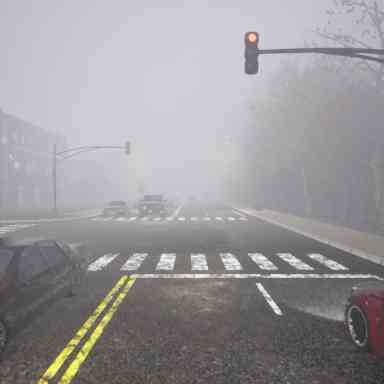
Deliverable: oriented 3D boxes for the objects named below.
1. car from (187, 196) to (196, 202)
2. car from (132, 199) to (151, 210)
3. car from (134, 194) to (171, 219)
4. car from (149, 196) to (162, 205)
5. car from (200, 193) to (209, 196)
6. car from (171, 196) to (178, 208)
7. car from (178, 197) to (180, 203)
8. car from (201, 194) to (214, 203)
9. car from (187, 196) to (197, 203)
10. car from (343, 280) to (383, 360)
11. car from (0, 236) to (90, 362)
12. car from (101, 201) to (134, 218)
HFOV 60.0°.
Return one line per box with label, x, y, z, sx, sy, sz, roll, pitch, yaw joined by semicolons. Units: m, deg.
car;-0.140;1.563;77.243;1.895;1.301;4.718;0;0;0
car;-6.681;1.585;44.376;1.895;1.301;4.718;0;0;0
car;-3.404;1.212;29.776;2.150;2.045;5.566;0;0;0
car;-6.675;1.454;61.231;1.882;1.535;5.008;0;0;0
car;3.113;1.193;76.267;2.150;2.045;5.566;0;0;0
car;-3.435;1.531;46.727;2.033;1.411;5.357;0;0;0
car;-3.404;1.466;65.752;2.128;1.511;4.902;0;0;0
car;3.226;1.575;66.084;1.895;1.301;4.718;0;0;0
car;-0.021;1.452;66.960;1.882;1.535;5.008;0;0;0
car;3.346;1.563;3.502;1.994;1.385;4.181;0;0;0
car;-3.361;1.546;5.803;2.033;1.411;5.357;0;0;0
car;-6.656;1.517;29.909;1.812;1.442;4.674;0;0;0
